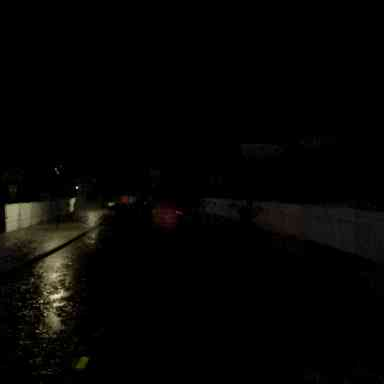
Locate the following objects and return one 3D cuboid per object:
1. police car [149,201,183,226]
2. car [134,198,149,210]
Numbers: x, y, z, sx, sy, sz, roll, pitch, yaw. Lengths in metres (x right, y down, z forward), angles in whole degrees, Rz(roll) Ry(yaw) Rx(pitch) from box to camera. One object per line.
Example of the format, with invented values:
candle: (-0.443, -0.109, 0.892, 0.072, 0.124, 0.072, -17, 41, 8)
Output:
police car: (-1.864, 1.561, 24.007, 2.038, 1.542, 4.974, 0, 0, -8)
car: (-6.947, 1.587, 46.883, 2.033, 1.649, 4.856, 0, 0, -16)
